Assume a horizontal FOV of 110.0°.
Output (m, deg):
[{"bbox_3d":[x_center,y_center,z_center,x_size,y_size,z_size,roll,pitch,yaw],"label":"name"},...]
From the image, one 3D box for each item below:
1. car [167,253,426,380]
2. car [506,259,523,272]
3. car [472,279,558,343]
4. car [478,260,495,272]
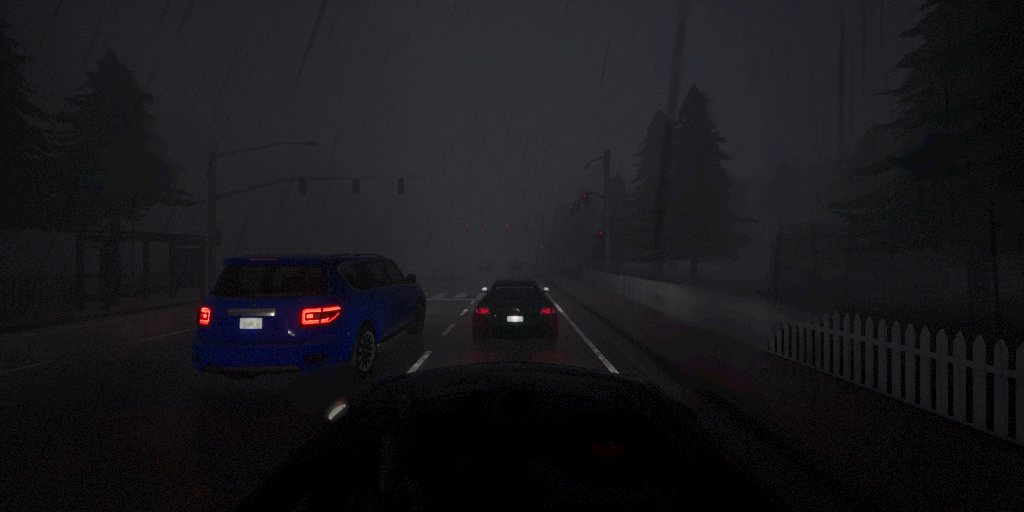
[{"bbox_3d":[-3.403,0.972,7.385,2.150,2.045,5.566,0,0,0],"label":"car"},{"bbox_3d":[0.285,1.102,45.309,2.097,1.767,4.553,0,0,0],"label":"car"},{"bbox_3d":[0.091,1.314,9.664,1.994,1.385,4.181,0,0,1],"label":"car"},{"bbox_3d":[-3.217,1.244,45.100,2.128,1.511,4.902,0,0,0],"label":"car"}]
